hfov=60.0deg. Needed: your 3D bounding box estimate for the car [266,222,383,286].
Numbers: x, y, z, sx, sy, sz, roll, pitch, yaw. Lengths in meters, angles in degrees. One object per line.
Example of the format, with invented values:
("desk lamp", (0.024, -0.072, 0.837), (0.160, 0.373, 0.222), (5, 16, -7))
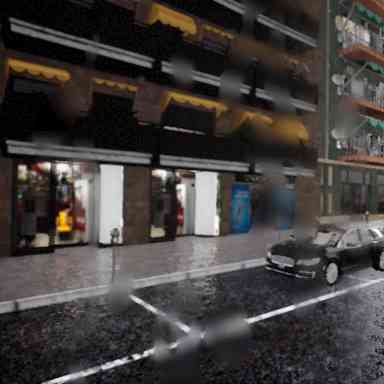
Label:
("car", (3.970, 1.568, 9.384), (4.403, 1.369, 2.008), (0, 1, -36))
